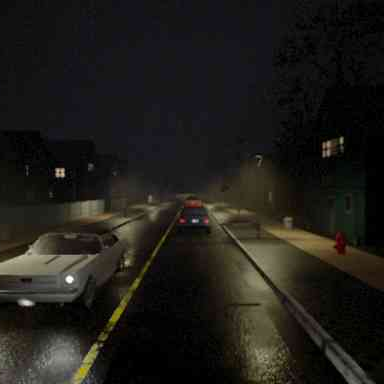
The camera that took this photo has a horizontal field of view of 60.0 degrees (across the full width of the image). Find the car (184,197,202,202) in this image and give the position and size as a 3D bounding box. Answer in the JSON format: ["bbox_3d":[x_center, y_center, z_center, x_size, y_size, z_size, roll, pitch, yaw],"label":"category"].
[{"bbox_3d":[0.120,1.337,41.404,2.097,1.767,4.553,0,0,0],"label":"car"}]

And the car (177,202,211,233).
[{"bbox_3d":[0.109,1.540,19.532,2.033,1.411,5.357,0,0,0],"label":"car"}]

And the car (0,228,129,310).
[{"bbox_3d":[-2.846,1.597,7.920,1.895,1.301,4.718,0,0,0],"label":"car"}]
